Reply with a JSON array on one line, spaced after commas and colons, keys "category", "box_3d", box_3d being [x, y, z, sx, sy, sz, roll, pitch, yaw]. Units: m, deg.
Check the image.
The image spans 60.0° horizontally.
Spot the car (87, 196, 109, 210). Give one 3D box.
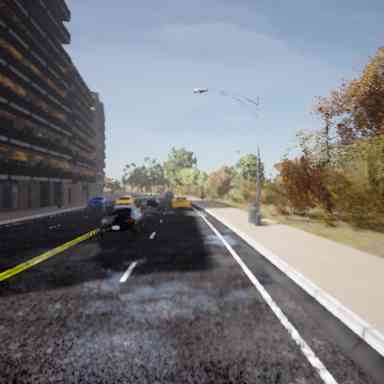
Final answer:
[{"category": "car", "box_3d": [-11.379, 1.260, 40.475, 1.882, 1.535, 5.008, -1, 1, -4]}]

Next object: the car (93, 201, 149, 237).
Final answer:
[{"category": "car", "box_3d": [-3.519, 1.422, 17.323, 1.812, 1.442, 4.674, -1, 1, -2]}]

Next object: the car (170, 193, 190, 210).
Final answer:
[{"category": "car", "box_3d": [-1.256, 1.189, 37.904, 1.882, 1.535, 5.008, -1, 1, -4]}]

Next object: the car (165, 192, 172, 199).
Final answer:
[{"category": "car", "box_3d": [-5.574, 0.751, 79.188, 2.097, 1.767, 4.553, -1, 1, -8]}]

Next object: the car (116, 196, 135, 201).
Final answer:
[{"category": "car", "box_3d": [-8.144, 1.228, 40.789, 1.882, 1.535, 5.008, -1, 1, -4]}]

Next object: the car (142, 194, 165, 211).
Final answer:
[{"category": "car", "box_3d": [-4.385, 1.249, 35.886, 2.128, 1.511, 4.902, -1, 1, -3]}]
